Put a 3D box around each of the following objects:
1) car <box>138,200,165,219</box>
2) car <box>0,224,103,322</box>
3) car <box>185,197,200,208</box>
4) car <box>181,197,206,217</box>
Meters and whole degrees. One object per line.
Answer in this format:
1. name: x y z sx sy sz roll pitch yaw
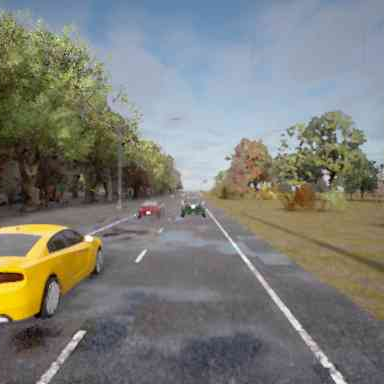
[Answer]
1. car: -3.351 1.411 27.936 1.812 1.442 4.674 0 0 1
2. car: -3.401 1.447 7.309 1.882 1.535 5.008 0 0 0
3. car: 0.076 1.379 45.628 1.994 1.385 4.181 0 0 0
4. car: 0.097 1.231 29.530 2.097 1.767 4.553 0 0 -1
